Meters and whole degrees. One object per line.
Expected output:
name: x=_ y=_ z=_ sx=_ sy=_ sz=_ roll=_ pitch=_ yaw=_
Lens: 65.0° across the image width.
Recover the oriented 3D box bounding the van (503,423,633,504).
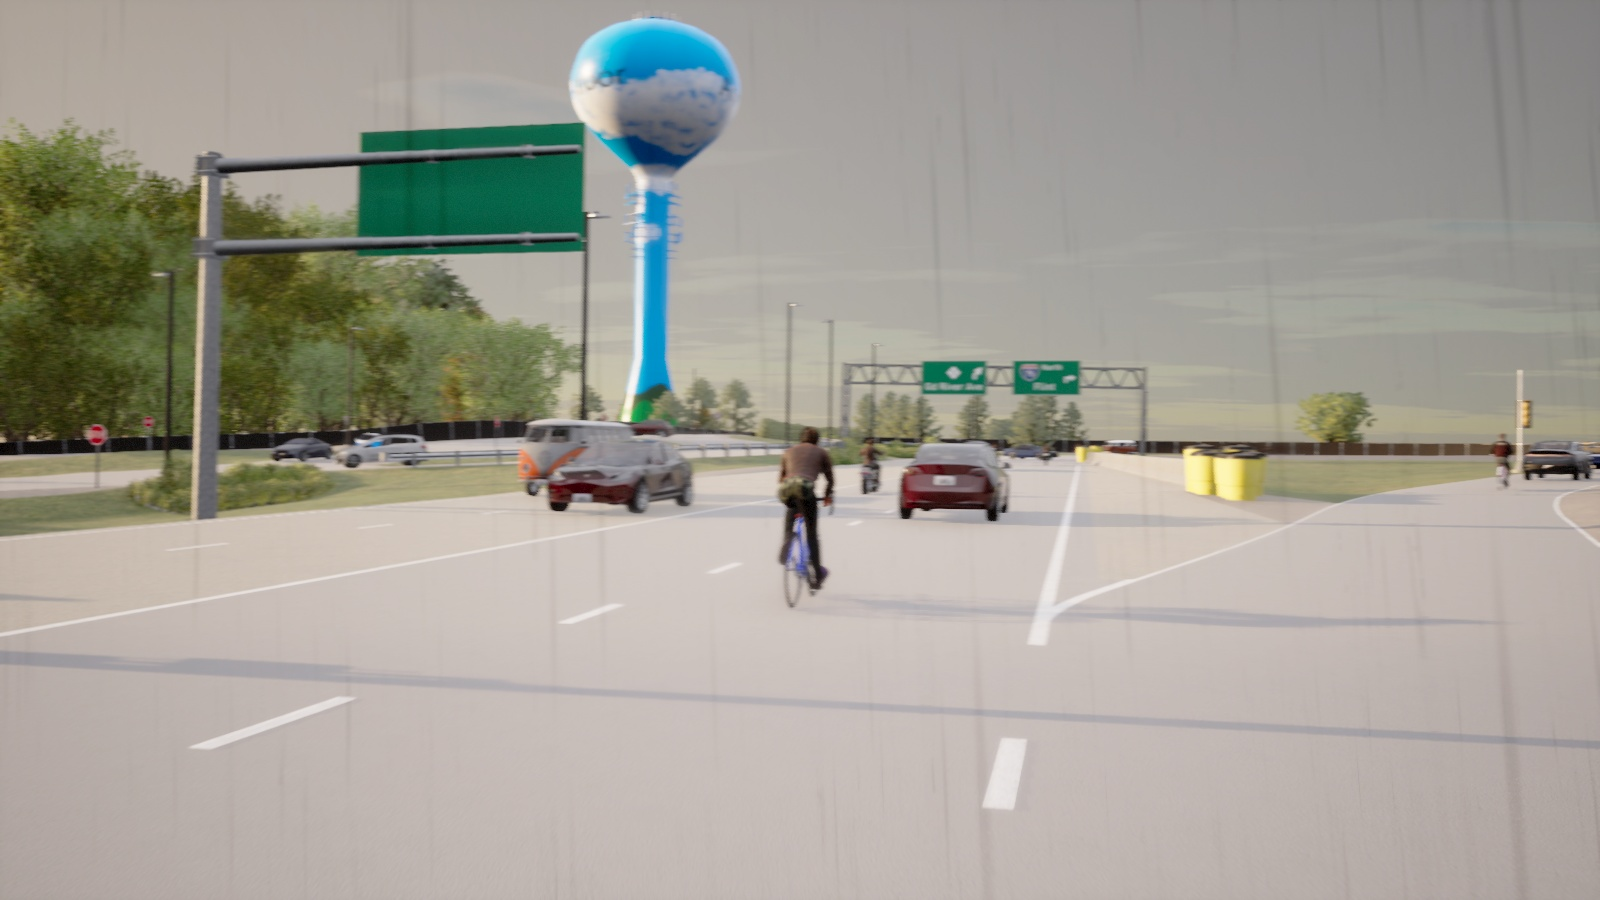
van: x=-6.020 y=0.318 z=33.124 sx=1.775 sy=1.987 sz=4.442 roll=0 pitch=0 yaw=12

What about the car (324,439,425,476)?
car: x=-22.074 y=0.402 z=65.184 sx=4.611 sy=1.667 sz=2.242 roll=-3 pitch=0 yaw=-27

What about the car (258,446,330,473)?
car: x=-30.635 y=0.535 z=76.160 sx=1.994 sy=1.385 sz=4.181 roll=0 pitch=3 yaw=13

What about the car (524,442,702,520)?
car: x=-3.833 y=0.589 z=26.767 sx=2.163 sy=1.488 sz=4.792 roll=0 pitch=0 yaw=12

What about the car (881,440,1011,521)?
car: x=3.107 y=0.549 z=25.737 sx=2.163 sy=1.488 sz=4.792 roll=0 pitch=0 yaw=12

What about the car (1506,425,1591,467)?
car: x=28.846 y=-0.165 z=48.341 sx=2.128 sy=1.511 sz=4.902 roll=-1 pitch=1 yaw=39

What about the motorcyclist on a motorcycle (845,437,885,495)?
motorcyclist on a motorcycle: x=1.910 y=0.442 z=36.587 sx=0.766 sy=1.649 sz=2.350 roll=0 pitch=0 yaw=12

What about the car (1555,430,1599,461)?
car: x=35.428 y=-0.219 z=56.391 sx=1.895 sy=1.301 sz=4.718 roll=-1 pitch=1 yaw=39

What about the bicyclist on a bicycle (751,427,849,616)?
bicyclist on a bicycle: x=0.029 y=0.612 z=11.605 sx=0.582 sy=1.620 sz=1.656 roll=0 pitch=0 yaw=12
